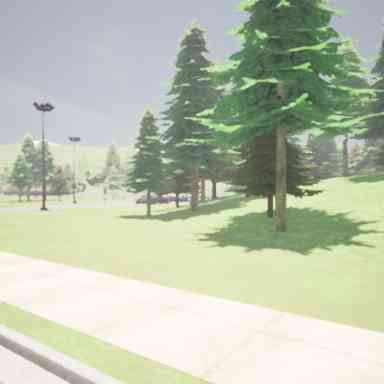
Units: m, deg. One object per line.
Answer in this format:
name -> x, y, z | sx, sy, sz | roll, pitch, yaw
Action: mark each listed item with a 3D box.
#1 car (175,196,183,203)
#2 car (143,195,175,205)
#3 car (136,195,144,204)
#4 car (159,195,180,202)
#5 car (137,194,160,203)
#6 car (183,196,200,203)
car -> -1.730, 1.493, 69.944 | 1.994, 1.385, 4.181 | 0, 0, 36
car -> -5.718, 1.459, 58.467 | 1.837, 1.490, 4.892 | 0, 0, 37
car -> -8.293, 1.514, 60.914 | 1.994, 1.385, 4.181 | 0, 0, 37
car -> -4.803, 1.460, 71.670 | 1.812, 1.442, 4.674 | 0, 0, 36
car -> -8.622, 1.298, 66.349 | 2.097, 1.767, 4.553 | 0, 0, 37
car -> 0.852, 1.480, 67.544 | 1.812, 1.442, 4.674 | 0, 0, 36
